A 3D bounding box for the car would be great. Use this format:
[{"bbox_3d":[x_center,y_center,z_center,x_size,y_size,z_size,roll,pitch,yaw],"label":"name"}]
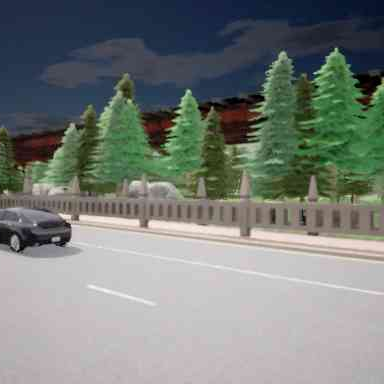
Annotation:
[{"bbox_3d":[-6.678,1.352,13.016,4.892,1.490,1.837,1,1,36],"label":"car"}]
